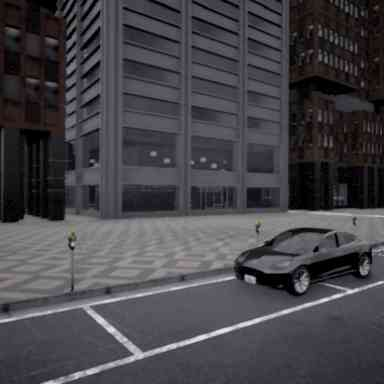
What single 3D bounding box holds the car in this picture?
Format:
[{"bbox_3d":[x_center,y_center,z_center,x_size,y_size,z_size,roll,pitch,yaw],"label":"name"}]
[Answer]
[{"bbox_3d":[3.110,1.644,8.868,4.313,1.339,1.947,1,-1,-35],"label":"car"}]
